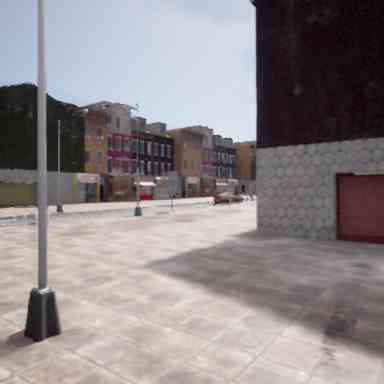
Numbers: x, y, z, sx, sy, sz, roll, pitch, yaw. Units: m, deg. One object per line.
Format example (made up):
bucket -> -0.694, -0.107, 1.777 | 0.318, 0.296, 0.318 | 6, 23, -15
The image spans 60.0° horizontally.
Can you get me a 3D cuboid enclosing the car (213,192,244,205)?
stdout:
car -> 4.083, 0.696, 37.024 | 1.812, 1.442, 4.674 | -1, 1, 36
